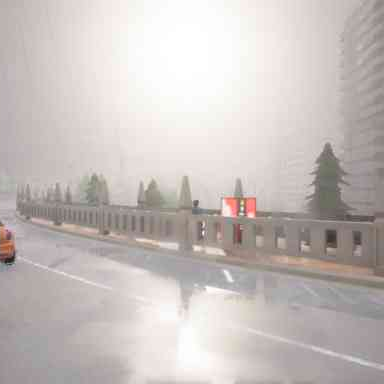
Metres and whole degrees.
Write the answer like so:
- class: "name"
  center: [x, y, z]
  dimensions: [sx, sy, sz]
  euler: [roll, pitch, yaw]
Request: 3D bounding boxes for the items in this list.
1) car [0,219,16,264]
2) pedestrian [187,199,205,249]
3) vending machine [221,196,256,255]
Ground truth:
- class: "car"
  center: [-7.532, 1.355, 10.842]
  dimensions: [4.553, 1.767, 2.097]
  euler: [0, 0, 44]
- class: "pedestrian"
  center: [0.147, 1.143, 12.067]
  dimensions: [0.375, 1.860, 0.375]
  euler: [0, 0, 41]
- class: "vending machine"
  center: [1.774, 1.197, 12.644]
  dimensions: [0.880, 2.100, 1.100]
  euler: [0, 0, 41]
